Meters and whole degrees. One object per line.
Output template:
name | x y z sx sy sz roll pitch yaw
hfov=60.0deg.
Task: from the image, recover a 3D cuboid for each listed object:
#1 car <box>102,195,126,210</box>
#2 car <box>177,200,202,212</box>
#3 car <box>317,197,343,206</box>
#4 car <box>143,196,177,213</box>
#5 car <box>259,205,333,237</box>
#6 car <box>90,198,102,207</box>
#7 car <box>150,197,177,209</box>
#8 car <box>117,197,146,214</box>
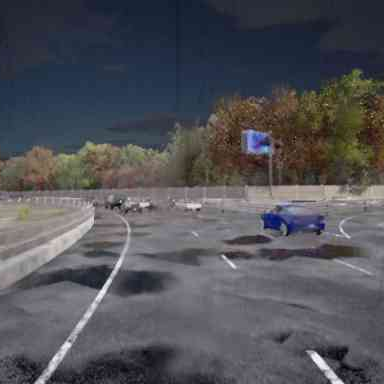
car | -10.286 1.366 45.138 2.150 2.045 5.566 0 0 -25
car | -0.526 1.664 40.119 1.895 1.301 4.718 0 0 -21
car | 20.347 1.428 47.401 5.008 1.535 1.882 0 0 3
car | -3.864 1.579 39.055 2.128 1.511 4.902 0 0 -21
car | 5.299 1.464 18.270 1.882 1.535 5.008 0 0 -9
car | -15.193 1.687 54.303 2.128 1.511 4.902 0 0 -33
car | -4.277 1.596 48.774 2.128 1.511 4.902 0 0 -28
car | -6.721 1.631 36.694 1.812 1.442 4.674 0 0 -21
